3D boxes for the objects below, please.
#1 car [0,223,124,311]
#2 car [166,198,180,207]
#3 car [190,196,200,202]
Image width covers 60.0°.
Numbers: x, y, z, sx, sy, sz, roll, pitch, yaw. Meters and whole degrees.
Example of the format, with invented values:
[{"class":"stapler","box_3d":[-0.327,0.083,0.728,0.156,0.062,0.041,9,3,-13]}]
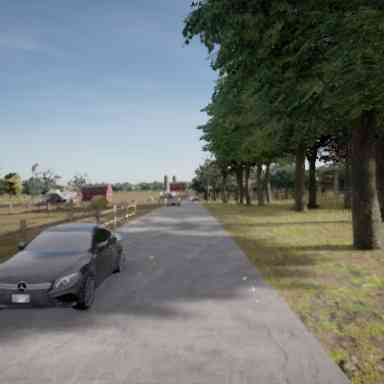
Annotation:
[{"class":"car","box_3d":[-2.849,1.509,7.864,1.812,1.442,4.674,0,0,0]},{"class":"car","box_3d":[-2.806,1.627,51.218,1.994,1.385,4.181,0,0,0]},{"class":"car","box_3d":[0.976,2.022,88.111,1.837,1.490,4.892,0,-1,0]}]
